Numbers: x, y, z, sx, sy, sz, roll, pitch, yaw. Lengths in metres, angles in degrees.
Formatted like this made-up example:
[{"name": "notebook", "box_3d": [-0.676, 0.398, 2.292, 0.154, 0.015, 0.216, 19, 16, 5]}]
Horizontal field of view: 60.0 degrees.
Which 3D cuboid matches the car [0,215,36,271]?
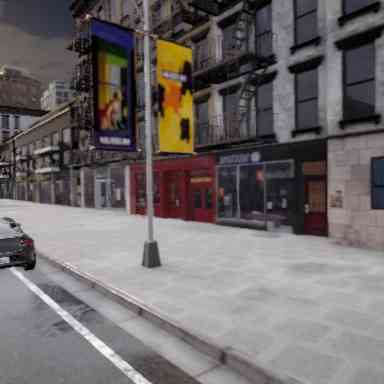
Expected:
[{"name": "car", "box_3d": [-5.818, 1.391, 9.398, 1.812, 1.442, 4.674, -2, 2, -39]}]
